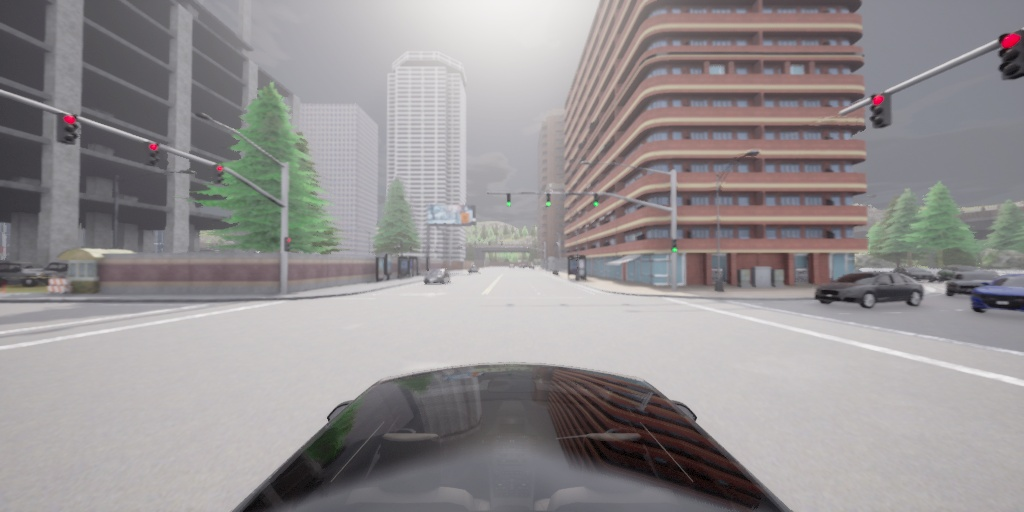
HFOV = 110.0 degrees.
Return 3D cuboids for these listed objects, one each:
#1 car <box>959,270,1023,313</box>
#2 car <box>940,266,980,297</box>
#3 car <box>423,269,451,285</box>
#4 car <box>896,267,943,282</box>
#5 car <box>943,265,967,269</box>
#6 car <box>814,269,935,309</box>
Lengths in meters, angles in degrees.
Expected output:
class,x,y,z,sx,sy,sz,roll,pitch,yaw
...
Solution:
class,x,y,z,sx,sy,sz,roll,pitch,yaw
car,19.825,1.413,13.642,5.008,1.535,1.882,0,-1,-20
car,26.579,1.571,20.549,4.892,1.490,1.837,-1,-1,-33
car,-7.012,1.957,33.966,2.128,1.511,4.902,0,0,0
car,40.525,1.888,36.372,1.837,1.490,4.892,0,-2,24
car,43.409,1.690,34.392,2.097,1.767,4.553,-1,-1,25
car,16.232,1.495,16.339,4.892,1.490,1.837,0,-1,-15
